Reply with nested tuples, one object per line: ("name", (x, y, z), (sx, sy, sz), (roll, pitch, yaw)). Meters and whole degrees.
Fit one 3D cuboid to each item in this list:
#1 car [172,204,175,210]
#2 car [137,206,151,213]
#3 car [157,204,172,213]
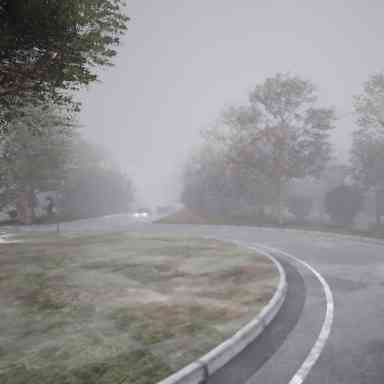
("car", (-5.147, 3.522, 79.218), (1.895, 1.301, 4.718), (-1, -1, 2))
("car", (-9.229, 3.368, 63.809), (1.895, 1.301, 4.718), (-1, -1, 3))
("car", (-5.656, 3.216, 64.846), (1.882, 1.535, 5.008), (-1, -1, 2))
